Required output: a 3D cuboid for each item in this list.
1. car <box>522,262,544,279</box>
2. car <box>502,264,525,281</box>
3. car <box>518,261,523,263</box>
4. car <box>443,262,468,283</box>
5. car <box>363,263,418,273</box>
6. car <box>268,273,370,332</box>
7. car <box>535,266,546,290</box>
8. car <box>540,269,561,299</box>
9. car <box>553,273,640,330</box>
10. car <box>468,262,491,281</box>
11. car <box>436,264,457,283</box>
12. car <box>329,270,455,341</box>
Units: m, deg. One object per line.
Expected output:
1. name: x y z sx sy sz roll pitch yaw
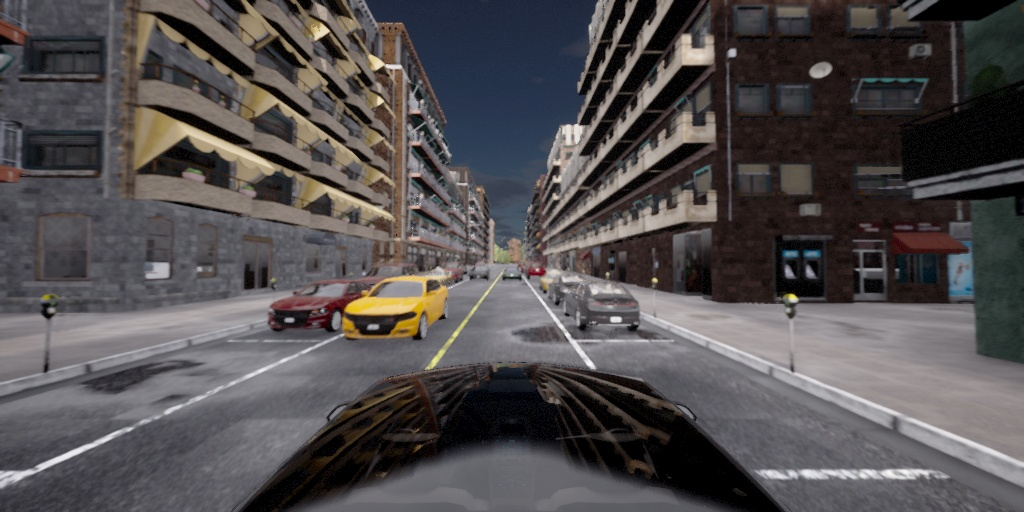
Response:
1. car: 2.603 1.577 39.250 2.192 1.841 5.009 0 0 0
2. car: 0.018 1.786 36.301 1.994 1.385 4.181 0 -1 0
3. car: 2.549 1.886 61.518 2.192 1.841 5.009 0 0 0
4. car: -5.765 1.502 33.696 2.192 1.841 5.009 0 0 0
5. car: -5.725 1.273 16.994 2.192 1.841 5.009 0 0 0
6. car: -5.711 1.428 11.427 1.888 1.381 4.507 0 0 0
7. car: 2.643 1.558 22.718 1.751 1.417 4.829 0 0 0
8. car: 2.657 1.507 16.981 2.007 1.370 4.403 0 0 0
9. car: 2.670 1.431 11.414 2.007 1.370 4.403 0 0 0
10. car: -3.182 1.701 36.341 1.882 1.535 5.008 0 -1 0
11. car: -5.751 1.636 27.959 1.751 1.417 4.829 0 0 0
12. car: -3.116 1.348 10.549 1.882 1.535 5.008 0 -1 0
